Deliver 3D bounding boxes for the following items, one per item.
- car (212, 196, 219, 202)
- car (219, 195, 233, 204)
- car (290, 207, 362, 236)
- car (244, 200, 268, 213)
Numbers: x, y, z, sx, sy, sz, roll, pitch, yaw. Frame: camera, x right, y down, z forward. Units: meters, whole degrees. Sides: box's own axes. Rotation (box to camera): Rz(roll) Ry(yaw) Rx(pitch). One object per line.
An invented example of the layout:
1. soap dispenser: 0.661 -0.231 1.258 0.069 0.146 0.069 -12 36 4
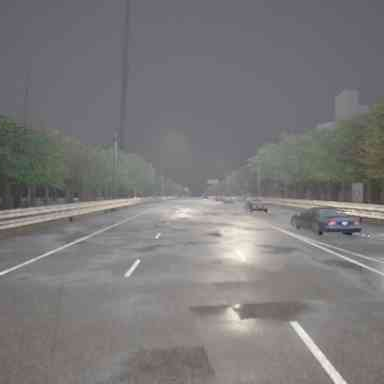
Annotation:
1. car: 7.226 1.728 89.290 2.097 1.767 4.553 0 -1 0
2. car: 7.094 1.676 66.321 2.033 1.411 5.357 0 0 0
3. car: 7.222 1.562 18.490 2.033 1.411 5.357 0 0 -3
4. car: 7.017 1.567 36.734 2.033 1.411 5.357 0 0 0
